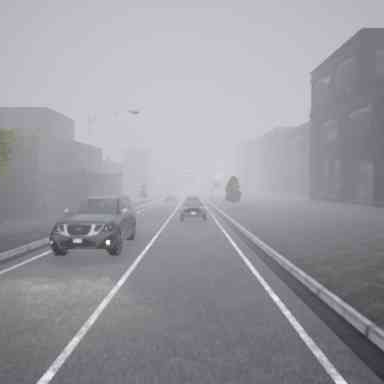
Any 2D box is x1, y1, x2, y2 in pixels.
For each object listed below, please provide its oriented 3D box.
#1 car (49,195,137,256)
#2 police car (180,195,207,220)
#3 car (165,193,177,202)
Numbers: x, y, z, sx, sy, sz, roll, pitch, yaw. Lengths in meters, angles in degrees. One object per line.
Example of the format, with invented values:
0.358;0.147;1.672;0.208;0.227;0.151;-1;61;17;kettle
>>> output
-3.599;1.165;13.231;2.150;2.045;5.566;0;0;0;car
0.101;1.309;26.095;2.038;1.542;4.974;0;1;0;police car
-3.514;0.879;56.413;1.882;1.535;5.008;0;1;1;car
